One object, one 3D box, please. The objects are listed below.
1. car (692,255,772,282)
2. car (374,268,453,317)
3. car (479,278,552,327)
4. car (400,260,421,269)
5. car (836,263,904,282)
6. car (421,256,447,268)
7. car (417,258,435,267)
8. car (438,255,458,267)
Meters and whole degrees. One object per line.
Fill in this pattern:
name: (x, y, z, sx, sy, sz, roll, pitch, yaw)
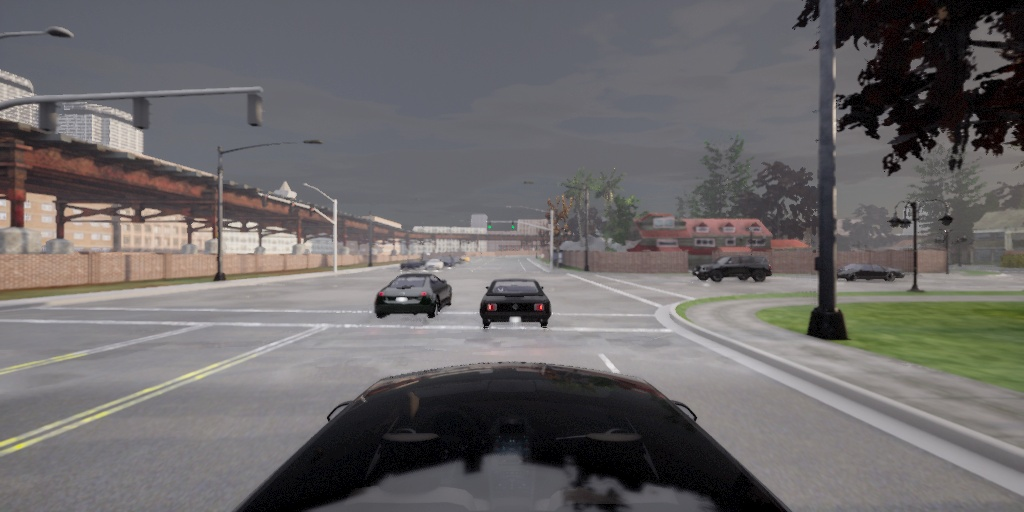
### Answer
car: (17.228, 0.964, 28.139, 5.566, 2.045, 2.150, 0, 0, -2)
car: (-3.403, 1.310, 13.064, 1.994, 1.385, 4.181, 0, 0, 0)
car: (0.092, 1.348, 11.430, 1.895, 1.301, 4.718, 0, 0, 0)
car: (-14.100, 1.210, 50.093, 1.895, 1.301, 4.718, 0, 1, 0)
car: (27.712, 1.289, 28.415, 5.357, 1.411, 2.033, 0, 0, -1)
car: (-10.590, 1.144, 49.047, 1.812, 1.442, 4.674, 0, 1, 0)
car: (-14.058, 1.065, 58.885, 1.994, 1.385, 4.181, 0, 1, 0)
car: (-10.564, 0.862, 58.091, 2.097, 1.767, 4.553, 0, 1, 0)
